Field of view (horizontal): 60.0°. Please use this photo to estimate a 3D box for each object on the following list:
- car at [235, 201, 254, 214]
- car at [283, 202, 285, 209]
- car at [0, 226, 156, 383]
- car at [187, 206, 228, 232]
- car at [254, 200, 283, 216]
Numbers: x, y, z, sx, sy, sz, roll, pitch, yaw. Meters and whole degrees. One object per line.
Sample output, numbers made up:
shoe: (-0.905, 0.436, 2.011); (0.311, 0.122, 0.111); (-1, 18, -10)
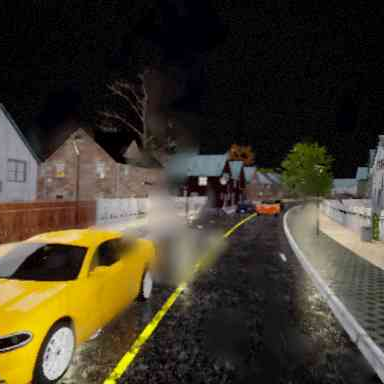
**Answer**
car: (6.527, 1.785, 39.915); (2.033, 1.411, 5.357); (2, 0, 18)
car: (12.396, 1.855, 48.062); (1.812, 1.442, 4.674); (2, 0, 21)
car: (-2.092, 1.429, 5.610); (1.882, 1.535, 5.008); (2, 0, 12)
car: (1.150, 1.635, 21.219); (2.033, 1.411, 5.357); (2, 0, 14)
car: (8.412, 1.643, 36.373); (2.097, 1.767, 4.553); (2, 0, 18)
